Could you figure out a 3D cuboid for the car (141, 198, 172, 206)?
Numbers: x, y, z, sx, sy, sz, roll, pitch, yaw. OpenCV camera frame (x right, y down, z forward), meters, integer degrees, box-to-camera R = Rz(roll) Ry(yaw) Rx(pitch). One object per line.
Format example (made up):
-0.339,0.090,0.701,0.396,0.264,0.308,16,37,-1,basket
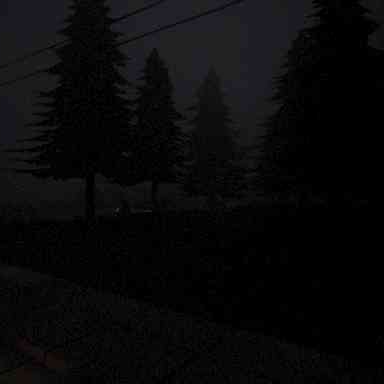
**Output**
-4.468,1.513,42.428,1.837,1.490,4.892,0,0,35,car

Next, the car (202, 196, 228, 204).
3.177,1.541,47.184,1.812,1.442,4.674,0,0,35,car

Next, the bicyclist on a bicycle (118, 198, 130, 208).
-5.633,1.314,27.518,1.656,1.620,0.582,0,0,34,bicyclist on a bicycle
